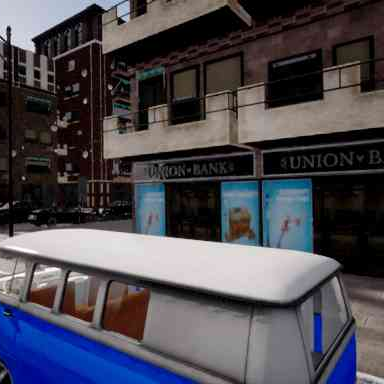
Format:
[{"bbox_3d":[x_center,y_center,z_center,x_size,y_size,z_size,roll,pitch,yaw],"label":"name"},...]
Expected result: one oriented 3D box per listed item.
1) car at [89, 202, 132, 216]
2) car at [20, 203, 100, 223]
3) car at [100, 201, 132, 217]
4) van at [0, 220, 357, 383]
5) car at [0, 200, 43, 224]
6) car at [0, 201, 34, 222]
[{"bbox_3d":[-8.851,1.797,36.432,1.947,1.339,4.313,-2,-1,36],"label":"car"},{"bbox_3d":[-8.722,1.583,22.381,1.947,1.339,4.313,-2,-1,36],"label":"car"},{"bbox_3d":[-7.370,1.671,34.064,2.128,1.511,4.902,-1,-1,36],"label":"car"},{"bbox_3d":[-0.549,1.342,3.242,3.998,1.788,1.690,0,-1,35],"label":"van"},{"bbox_3d":[-13.446,1.473,25.733,2.097,1.767,4.553,-1,-1,36],"label":"car"},{"bbox_3d":[-15.494,1.608,27.322,1.967,1.590,4.097,-2,-1,36],"label":"car"}]
